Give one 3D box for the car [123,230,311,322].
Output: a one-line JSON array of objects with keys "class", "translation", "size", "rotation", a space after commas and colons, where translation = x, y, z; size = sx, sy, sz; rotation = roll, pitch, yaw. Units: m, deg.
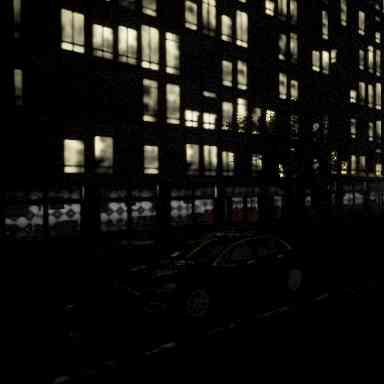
[{"class": "car", "translation": [0.722, 1.534, 7.082], "size": [4.403, 1.369, 2.008], "rotation": [0, 0, -35]}]
